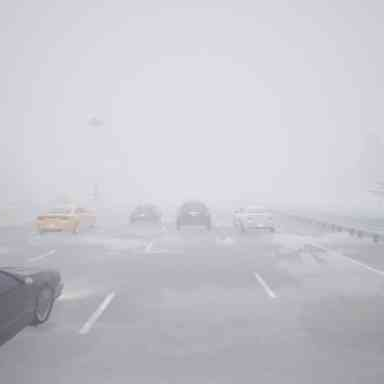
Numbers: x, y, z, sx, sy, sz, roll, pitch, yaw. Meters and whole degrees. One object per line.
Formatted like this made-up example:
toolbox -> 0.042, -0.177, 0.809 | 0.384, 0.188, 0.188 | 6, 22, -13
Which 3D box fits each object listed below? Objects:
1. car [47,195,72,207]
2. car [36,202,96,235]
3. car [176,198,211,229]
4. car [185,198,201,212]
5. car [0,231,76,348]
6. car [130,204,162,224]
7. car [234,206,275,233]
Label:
car -> -21.040, 1.362, 52.890 | 2.097, 1.767, 4.553 | 0, 0, 0
car -> -6.892, 1.481, 18.767 | 1.882, 1.535, 5.008 | 0, 0, 0
car -> 0.106, 1.356, 21.708 | 2.097, 1.767, 4.553 | 0, 0, 0
car -> 0.111, 1.512, 40.662 | 1.837, 1.490, 4.892 | 0, 0, 0
car -> -3.397, 1.548, 4.003 | 2.033, 1.411, 5.357 | 0, 0, 0
car -> -3.393, 1.568, 25.067 | 1.994, 1.385, 4.181 | 0, 0, 0
car -> 3.604, 1.529, 19.712 | 1.812, 1.442, 4.674 | 0, 0, 0
